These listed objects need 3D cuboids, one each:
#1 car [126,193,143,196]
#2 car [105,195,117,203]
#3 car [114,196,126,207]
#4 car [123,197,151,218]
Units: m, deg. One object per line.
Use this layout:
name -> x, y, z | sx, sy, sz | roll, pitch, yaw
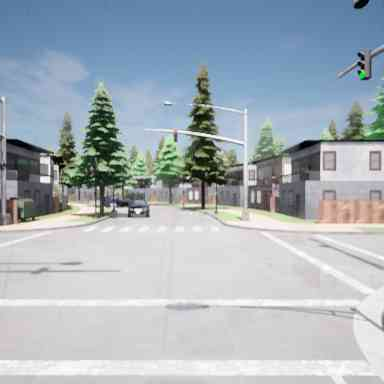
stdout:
car -> -10.391, 1.226, 58.442 | 2.150, 2.045, 5.566 | 0, 0, -36
car -> -16.507, 1.362, 66.785 | 2.097, 1.767, 4.553 | 0, 0, -45
car -> -10.046, 1.599, 49.793 | 1.895, 1.301, 4.718 | 0, 0, -24
car -> -4.839, 1.477, 30.568 | 2.128, 1.511, 4.902 | 0, 0, -7
